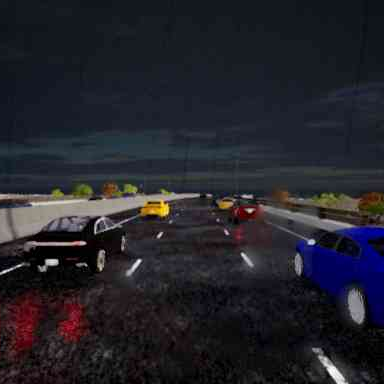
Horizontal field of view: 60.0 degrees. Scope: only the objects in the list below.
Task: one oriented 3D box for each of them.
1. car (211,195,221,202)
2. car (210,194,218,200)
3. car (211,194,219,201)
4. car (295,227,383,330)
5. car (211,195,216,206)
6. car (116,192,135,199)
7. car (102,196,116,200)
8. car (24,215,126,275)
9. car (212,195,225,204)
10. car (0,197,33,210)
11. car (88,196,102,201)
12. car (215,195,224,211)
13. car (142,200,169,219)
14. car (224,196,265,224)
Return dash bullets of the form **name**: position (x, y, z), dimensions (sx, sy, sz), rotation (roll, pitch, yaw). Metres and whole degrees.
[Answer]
- **car**: position (5.099, 1.403, 70.852), dimensions (1.837, 1.490, 4.892), rotation (0, 0, 2)
- **car**: position (6.182, 1.434, 92.701), dimensions (2.163, 1.488, 4.792), rotation (0, 0, 3)
- **car**: position (5.605, 1.389, 81.763), dimensions (1.882, 1.535, 5.008), rotation (0, 0, 3)
- **car**: position (3.634, 1.460, 6.871), dimensions (1.882, 1.535, 5.008), rotation (0, 0, 0)
- **car**: position (4.294, 1.320, 49.022), dimensions (2.033, 1.649, 4.856), rotation (0, 0, 2)
- **car**: position (-12.652, 1.110, 65.230), dimensions (2.150, 2.045, 5.566), rotation (0, 0, 2)
- **car**: position (-16.055, 1.421, 67.597), dimensions (2.033, 1.411, 5.357), rotation (0, 0, 2)
- **car**: position (-3.342, 1.463, 10.394), dimensions (2.128, 1.511, 4.902), rotation (0, 0, 0)
- **car**: position (4.663, 1.394, 59.968), dimensions (2.163, 1.488, 4.792), rotation (0, 0, 2)
- **car**: position (-13.861, 1.281, 24.962), dimensions (2.097, 1.767, 4.553), rotation (0, 0, 1)
- **car**: position (-19.552, 1.432, 67.751), dimensions (1.994, 1.385, 4.181), rotation (0, 0, 2)
- **car**: position (4.000, 1.358, 38.292), dimensions (1.801, 1.575, 5.366), rotation (0, 0, 1)
- **car**: position (-3.098, 1.400, 28.693), dimensions (1.882, 1.535, 5.008), rotation (0, 0, 1)
- **car**: position (3.838, 1.290, 24.415), dimensions (2.097, 1.767, 4.553), rotation (0, 0, -1)
